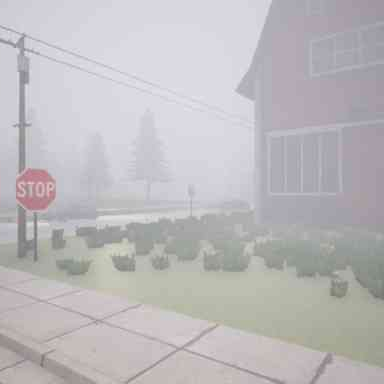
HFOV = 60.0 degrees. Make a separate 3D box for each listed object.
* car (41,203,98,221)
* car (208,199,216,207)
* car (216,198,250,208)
[{"bbox_3d":[-9.316,1.561,25.566,1.994,1.385,4.181,0,0,36],"label":"car"},{"bbox_3d":[3.948,1.489,43.501,2.128,1.511,4.902,0,0,37],"label":"car"},{"bbox_3d":[5.207,1.503,39.018,1.837,1.490,4.892,0,0,36],"label":"car"}]
